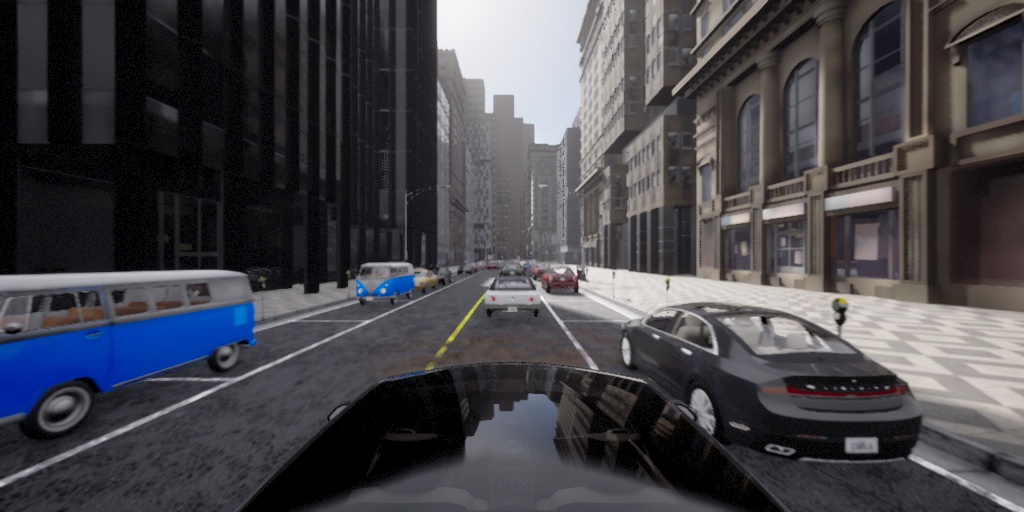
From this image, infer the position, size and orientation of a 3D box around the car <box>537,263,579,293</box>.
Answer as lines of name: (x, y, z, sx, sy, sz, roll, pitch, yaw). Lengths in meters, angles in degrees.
car: (2.852, 1.328, 22.051, 1.967, 1.591, 4.097, 0, 0, 0)

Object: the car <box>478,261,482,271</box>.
car: (-5.679, 1.630, 50.286, 1.888, 1.381, 4.507, 0, 0, 0)

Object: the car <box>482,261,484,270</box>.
car: (-5.681, 1.715, 61.583, 2.007, 1.370, 4.403, 0, 0, 0)

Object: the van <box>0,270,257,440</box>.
van: (-5.669, 1.113, 5.097, 1.690, 1.789, 3.998, 0, 0, 0)

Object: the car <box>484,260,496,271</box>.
car: (-3.069, 1.746, 58.737, 1.895, 1.301, 4.718, 0, 0, 0)

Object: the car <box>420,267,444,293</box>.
car: (-5.673, 1.413, 21.873, 1.751, 1.417, 4.829, 0, 0, 0)

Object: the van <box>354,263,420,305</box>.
van: (-5.672, 1.190, 16.395, 1.690, 1.789, 3.998, 0, 0, 0)

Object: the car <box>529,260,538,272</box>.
car: (2.850, 1.407, 33.347, 1.967, 1.591, 4.097, 0, 0, 0)

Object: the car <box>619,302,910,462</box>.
car: (2.856, 1.323, 5.106, 2.007, 1.370, 4.403, 0, 0, 0)

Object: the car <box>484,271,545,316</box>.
car: (0.038, 1.432, 13.736, 1.895, 1.301, 4.718, 0, 0, 1)

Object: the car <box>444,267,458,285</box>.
car: (-5.674, 1.493, 27.692, 1.948, 1.339, 4.313, 0, 0, 0)

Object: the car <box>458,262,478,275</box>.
car: (-5.678, 1.611, 44.638, 1.948, 1.339, 4.313, 0, 0, 0)

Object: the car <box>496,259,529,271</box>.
car: (0.041, 1.290, 29.262, 2.097, 1.767, 4.553, 0, 0, 0)
